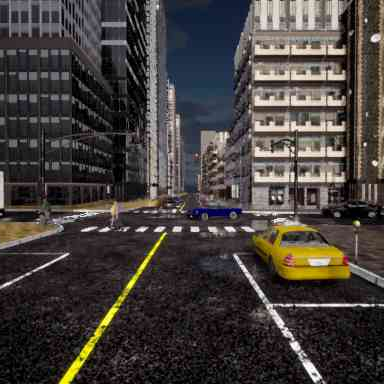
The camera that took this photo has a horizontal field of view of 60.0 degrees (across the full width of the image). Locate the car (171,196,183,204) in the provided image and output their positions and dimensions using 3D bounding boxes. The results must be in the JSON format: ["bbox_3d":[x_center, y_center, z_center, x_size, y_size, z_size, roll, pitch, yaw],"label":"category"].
[{"bbox_3d":[-2.911,1.534,65.997,2.033,1.411,5.357,0,0,0],"label":"car"}]

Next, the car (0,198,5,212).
[{"bbox_3d":[-21.598,1.276,33.206,4.829,1.417,1.752,0,0,1],"label":"car"}]

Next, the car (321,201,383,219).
[{"bbox_3d":[14.330,1.578,30.052,5.008,1.535,1.882,0,1,1],"label":"car"}]

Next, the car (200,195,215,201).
[{"bbox_3d":[2.779,1.539,53.138,2.008,1.369,4.403,-1,0,0],"label":"car"}]

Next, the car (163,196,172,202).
[{"bbox_3d":[-5.557,1.568,75.771,1.802,1.307,4.206,-1,0,0],"label":"car"}]

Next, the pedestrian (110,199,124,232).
[{"bbox_3d":[-4.157,1.289,18.407,0.375,1.860,0.375,-1,1,0],"label":"pedestrian"}]

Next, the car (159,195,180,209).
[{"bbox_3d":[-3.002,1.494,45.865,1.837,1.490,4.892,0,0,0],"label":"car"}]

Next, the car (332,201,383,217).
[{"bbox_3d":[16.376,1.624,32.635,4.403,1.369,2.008,0,0,1],"label":"car"}]

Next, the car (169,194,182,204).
[{"bbox_3d":[-2.981,1.514,55.612,1.812,1.442,4.674,0,0,0],"label":"car"}]

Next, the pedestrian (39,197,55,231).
[{"bbox_3d":[-7.795,1.137,17.872,0.375,1.860,0.375,-1,1,0],"label":"pedestrian"}]

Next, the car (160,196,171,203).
[{"bbox_3d":[-5.568,1.531,70.117,1.887,1.381,4.507,-1,0,0],"label":"car"}]

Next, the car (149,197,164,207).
[{"bbox_3d":[-5.601,1.554,53.153,1.947,1.339,4.313,-1,0,0],"label":"car"}]

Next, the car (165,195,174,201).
[{"bbox_3d":[-5.547,1.530,81.426,1.887,1.381,4.507,-1,0,0],"label":"car"}]

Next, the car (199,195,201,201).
[{"bbox_3d":[2.843,1.425,87.065,1.967,1.590,4.097,-1,0,0],"label":"car"}]

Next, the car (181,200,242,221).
[{"bbox_3d":[1.773,1.594,27.284,4.718,1.301,1.895,0,0,-34],"label":"car"}]

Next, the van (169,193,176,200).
[{"bbox_3d":[-5.528,1.325,92.736,1.690,1.788,3.998,-1,0,0],"label":"van"}]

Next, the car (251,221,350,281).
[{"bbox_3d":[2.825,1.523,9.698,1.752,1.417,4.829,-1,0,0],"label":"car"}]

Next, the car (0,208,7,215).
[{"bbox_3d":[-18.277,1.423,27.392,5.357,1.411,2.033,0,1,1],"label":"car"}]

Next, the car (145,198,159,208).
[{"bbox_3d":[-5.612,1.515,47.329,1.752,1.417,4.829,-1,0,0],"label":"car"}]
